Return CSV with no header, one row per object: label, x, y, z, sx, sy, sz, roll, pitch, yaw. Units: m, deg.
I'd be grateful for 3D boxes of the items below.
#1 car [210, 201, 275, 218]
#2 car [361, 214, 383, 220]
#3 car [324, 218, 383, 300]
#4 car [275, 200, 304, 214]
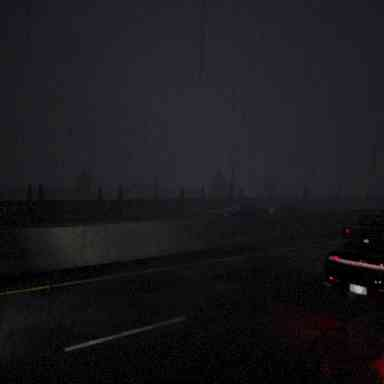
car,3.466,1.522,23.631,4.674,1.442,1.812,0,0,-35
car,8.462,1.598,14.079,4.718,1.301,1.895,0,0,-35
car,4.881,1.490,7.226,4.902,1.511,2.128,0,0,-36
car,8.478,1.499,31.367,4.892,1.490,1.837,0,0,-34
